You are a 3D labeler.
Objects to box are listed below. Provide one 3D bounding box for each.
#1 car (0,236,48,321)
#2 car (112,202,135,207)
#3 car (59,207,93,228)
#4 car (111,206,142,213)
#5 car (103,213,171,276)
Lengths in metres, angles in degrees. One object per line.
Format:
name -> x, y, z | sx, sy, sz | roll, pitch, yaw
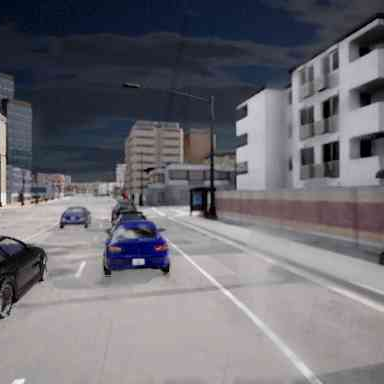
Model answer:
car -> -4.548, 1.635, 7.228 | 1.994, 1.385, 4.181 | 0, 0, -11
car -> -5.586, 1.576, 27.646 | 2.097, 1.767, 4.553 | 0, -1, -13
car -> -8.230, 1.754, 23.801 | 2.033, 1.411, 5.357 | 0, 0, -13
car -> -3.282, 1.710, 18.004 | 1.994, 1.385, 4.181 | 0, 0, -13
car -> -1.799, 1.612, 10.620 | 1.812, 1.442, 4.674 | 0, 0, -11
